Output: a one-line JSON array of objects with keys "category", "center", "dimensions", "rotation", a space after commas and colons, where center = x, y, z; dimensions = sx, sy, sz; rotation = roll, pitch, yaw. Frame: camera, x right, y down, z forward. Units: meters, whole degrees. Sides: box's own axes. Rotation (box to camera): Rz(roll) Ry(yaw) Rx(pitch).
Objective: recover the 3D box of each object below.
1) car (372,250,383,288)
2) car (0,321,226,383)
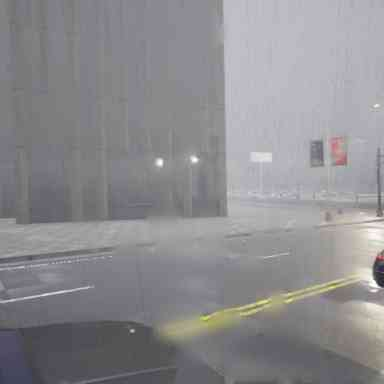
[{"category": "car", "center": [6.163, 1.559, 7.917], "dimensions": [4.181, 1.385, 1.994], "rotation": [0, 0, -35]}, {"category": "car", "center": [-2.230, 1.548, 1.817], "dimensions": [5.357, 1.411, 2.033], "rotation": [0, 0, -35]}]
